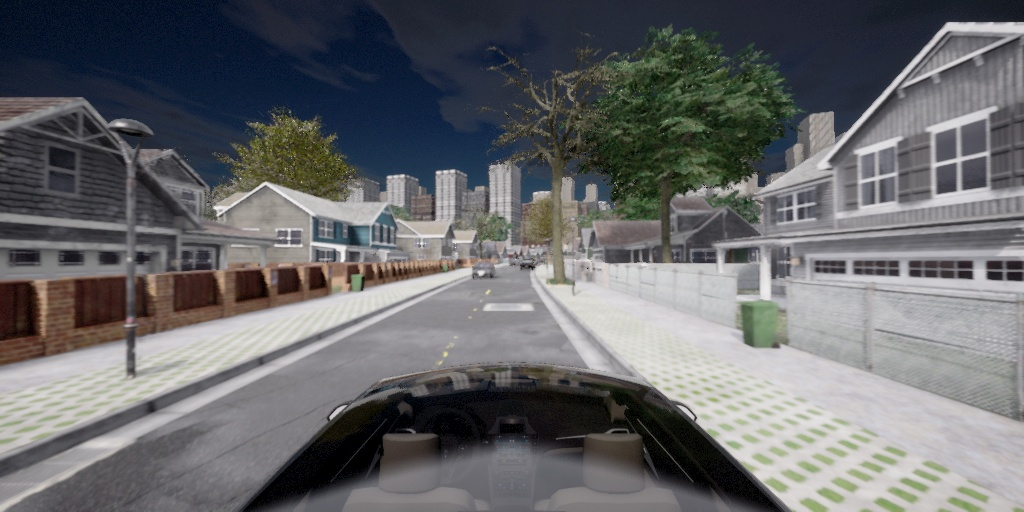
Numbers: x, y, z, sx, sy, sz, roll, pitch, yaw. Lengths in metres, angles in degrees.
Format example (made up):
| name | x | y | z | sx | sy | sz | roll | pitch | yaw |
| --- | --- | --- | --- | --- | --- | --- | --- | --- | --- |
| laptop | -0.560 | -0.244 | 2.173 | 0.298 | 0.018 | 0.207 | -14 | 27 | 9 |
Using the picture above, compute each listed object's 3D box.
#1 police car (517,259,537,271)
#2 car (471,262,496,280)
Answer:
| name | x | y | z | sx | sy | sz | roll | pitch | yaw |
| --- | --- | --- | --- | --- | --- | --- | --- | --- | --- |
| police car | 2.227 | 1.260 | 52.549 | 1.930 | 1.638 | 5.238 | 0 | 0 | 4 |
| car | -2.509 | 1.290 | 32.588 | 2.128 | 1.511 | 4.902 | 0 | 0 | 2 |
